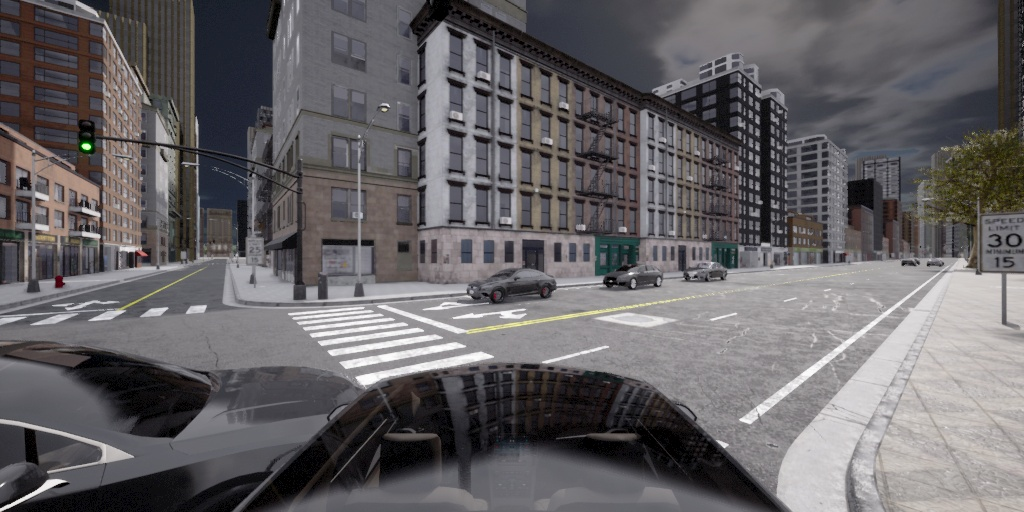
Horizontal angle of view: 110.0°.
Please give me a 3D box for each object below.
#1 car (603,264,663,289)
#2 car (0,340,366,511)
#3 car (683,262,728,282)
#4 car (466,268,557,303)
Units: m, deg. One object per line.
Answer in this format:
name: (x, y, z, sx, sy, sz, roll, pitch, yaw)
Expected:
car: (7.829, 1.259, 22.992, 4.892, 1.490, 1.837, 0, 0, -38)
car: (-3.209, 1.257, 1.880, 4.892, 1.490, 1.837, 0, 0, -34)
car: (15.889, 1.237, 29.400, 4.902, 1.511, 2.128, 0, 0, -38)
car: (0.090, 1.287, 16.827, 4.674, 1.442, 1.812, 0, 0, -39)
